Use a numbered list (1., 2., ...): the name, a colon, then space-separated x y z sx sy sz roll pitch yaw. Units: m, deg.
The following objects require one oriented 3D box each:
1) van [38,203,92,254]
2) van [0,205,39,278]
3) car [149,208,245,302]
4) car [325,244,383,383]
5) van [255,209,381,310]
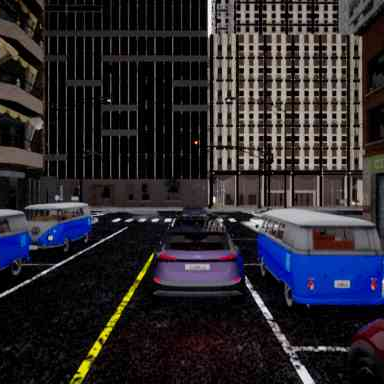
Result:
1. van: -5.303 1.341 13.227 1.690 1.788 3.998 0 0 0
2. van: -5.306 1.340 7.537 1.690 1.788 3.998 0 0 0
3. car: 0.104 1.430 8.296 2.033 1.649 4.856 0 0 0
4. car: 2.570 1.440 1.849 1.967 1.590 4.097 0 0 0
5. van: 2.574 1.340 7.539 1.690 1.788 3.998 0 0 0
